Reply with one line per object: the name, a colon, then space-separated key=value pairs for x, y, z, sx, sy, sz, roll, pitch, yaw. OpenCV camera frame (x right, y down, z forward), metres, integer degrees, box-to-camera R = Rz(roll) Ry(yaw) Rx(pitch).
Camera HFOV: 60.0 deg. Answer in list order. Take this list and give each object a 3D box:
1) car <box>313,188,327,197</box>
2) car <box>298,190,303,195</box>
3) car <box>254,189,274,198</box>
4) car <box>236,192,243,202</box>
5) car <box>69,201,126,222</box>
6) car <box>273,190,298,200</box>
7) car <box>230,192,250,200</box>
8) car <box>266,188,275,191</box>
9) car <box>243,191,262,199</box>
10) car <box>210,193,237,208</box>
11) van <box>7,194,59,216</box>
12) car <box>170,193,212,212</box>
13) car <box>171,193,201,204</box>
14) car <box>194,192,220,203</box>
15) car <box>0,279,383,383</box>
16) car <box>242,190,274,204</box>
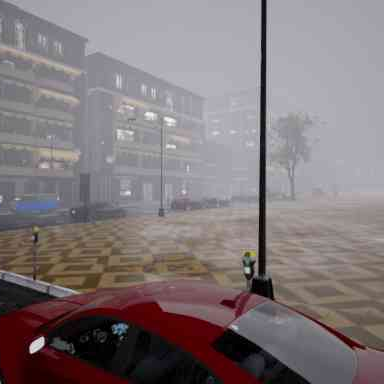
car: x=29.099 y=0.008 z=75.579 sx=2.150 sy=2.045 sz=5.566 roll=1 pitch=1 yaw=35
car: x=27.865 y=0.114 z=87.932 sx=1.887 sy=1.381 sz=4.507 roll=2 pitch=2 yaw=35
car: x=15.132 y=0.227 z=69.650 sx=2.192 sy=1.841 sz=5.009 roll=2 pitch=2 yaw=35
car: x=7.360 y=0.788 z=48.472 sx=2.128 sy=1.511 sz=4.902 roll=1 pitch=1 yaw=34
car: x=-6.651 y=1.329 z=23.745 sx=1.947 sy=1.339 sz=4.313 roll=2 pitch=2 yaw=35
car: x=15.734 y=0.675 z=55.866 sx=1.752 sy=1.417 sz=4.829 roll=2 pitch=2 yaw=35
car: x=8.761 y=0.650 z=60.519 sx=1.947 sy=1.339 sz=4.313 roll=2 pitch=2 yaw=35
car: x=13.242 y=0.357 z=57.011 sx=2.150 sy=2.045 sz=5.566 roll=1 pitch=1 yaw=35
car: x=11.848 y=0.525 z=64.947 sx=1.752 sy=1.417 sz=4.829 roll=2 pitch=2 yaw=35
car: x=2.900 y=1.050 z=37.451 sx=2.008 sy=1.369 sz=4.403 roll=2 pitch=2 yaw=35
van: x=-13.524 y=1.035 z=28.530 sx=1.690 sy=1.788 sz=3.998 roll=2 pitch=2 yaw=35
car: x=-0.284 y=1.132 z=32.881 sx=1.887 sy=1.381 sz=4.507 roll=2 pitch=2 yaw=35
car: x=-0.791 y=0.910 z=46.811 sx=1.947 sy=1.339 sz=4.313 roll=2 pitch=2 yaw=35
car: x=2.393 y=0.808 z=51.380 sx=2.008 sy=1.369 sz=4.403 roll=2 pitch=2 yaw=35
car: x=-0.310 y=1.544 z=3.090 sx=4.507 sy=1.381 sz=1.887 roll=0 pitch=0 yaw=36
car: x=9.268 y=0.876 z=46.589 sx=2.008 sy=1.369 sz=4.403 roll=2 pitch=2 yaw=35
